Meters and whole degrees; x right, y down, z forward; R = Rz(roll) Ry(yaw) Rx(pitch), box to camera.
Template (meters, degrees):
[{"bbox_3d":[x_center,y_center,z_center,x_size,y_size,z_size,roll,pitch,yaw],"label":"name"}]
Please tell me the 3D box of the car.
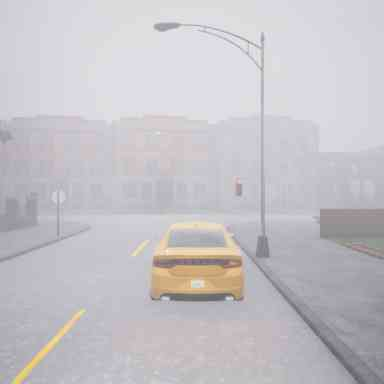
[{"bbox_3d":[0.107,1.478,8.375,1.882,1.535,5.008,0,0,0],"label":"car"}]
